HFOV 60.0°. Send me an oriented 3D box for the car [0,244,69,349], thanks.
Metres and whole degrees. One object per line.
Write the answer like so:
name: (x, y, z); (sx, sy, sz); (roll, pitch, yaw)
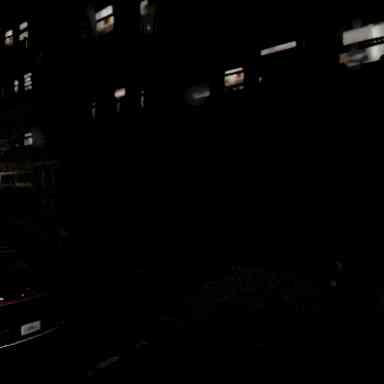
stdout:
car: (-3.897, 1.558, 5.655); (4.403, 1.369, 2.008); (0, 0, 35)
